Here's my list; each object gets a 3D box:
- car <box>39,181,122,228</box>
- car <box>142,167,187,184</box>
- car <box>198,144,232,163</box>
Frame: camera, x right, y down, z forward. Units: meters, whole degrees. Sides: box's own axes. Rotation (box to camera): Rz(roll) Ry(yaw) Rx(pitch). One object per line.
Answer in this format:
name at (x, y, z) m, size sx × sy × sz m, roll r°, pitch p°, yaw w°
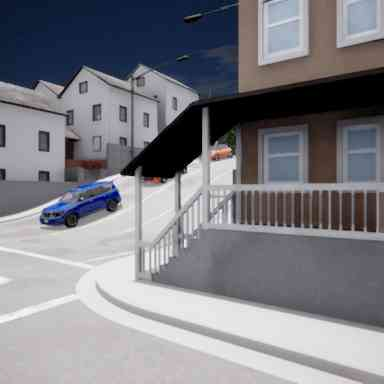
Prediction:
car at (-7.147, 0.721, 21.783) m, size 2.150 × 2.045 × 5.566 m, roll 0°, pitch 14°, yaw 34°
car at (-2.428, -2.009, 28.711) m, size 2.097 × 1.767 × 4.553 m, roll 0°, pitch 18°, yaw 35°
car at (2.448, -4.255, 35.754) m, size 2.097 × 1.767 × 4.553 m, roll 0°, pitch 11°, yaw 35°
